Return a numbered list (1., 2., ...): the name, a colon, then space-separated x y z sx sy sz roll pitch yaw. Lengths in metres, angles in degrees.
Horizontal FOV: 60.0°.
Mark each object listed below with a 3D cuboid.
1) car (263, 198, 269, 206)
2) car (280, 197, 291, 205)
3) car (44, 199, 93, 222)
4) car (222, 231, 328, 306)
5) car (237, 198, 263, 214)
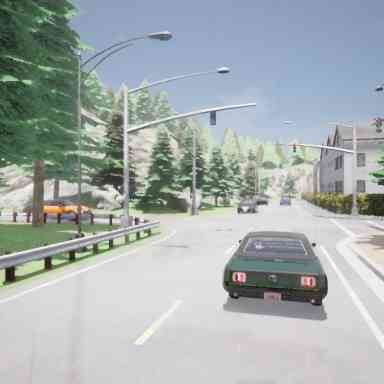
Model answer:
1. car: 11.599 1.601 54.973 1.895 1.301 4.718 0 0 16
2. car: 16.760 1.547 59.666 2.033 1.411 5.357 0 0 16
3. car: -10.266 1.367 26.566 4.553 1.767 2.097 0 0 16
4. car: 2.059 1.601 8.143 1.895 1.301 4.718 0 0 16
5. car: 5.911 1.491 35.152 2.128 1.511 4.902 0 0 16
